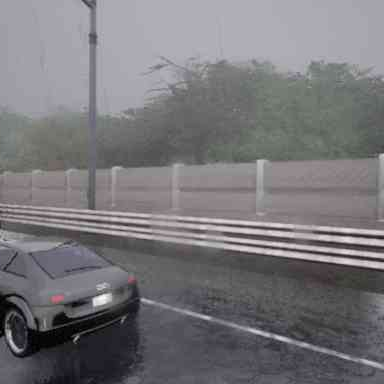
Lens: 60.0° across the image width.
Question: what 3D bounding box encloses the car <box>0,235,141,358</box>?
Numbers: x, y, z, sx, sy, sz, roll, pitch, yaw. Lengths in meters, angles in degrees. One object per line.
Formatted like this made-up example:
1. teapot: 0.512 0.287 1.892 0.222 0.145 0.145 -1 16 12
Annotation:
1. car: -2.914 1.493 5.966 4.181 1.385 1.994 1 0 36
